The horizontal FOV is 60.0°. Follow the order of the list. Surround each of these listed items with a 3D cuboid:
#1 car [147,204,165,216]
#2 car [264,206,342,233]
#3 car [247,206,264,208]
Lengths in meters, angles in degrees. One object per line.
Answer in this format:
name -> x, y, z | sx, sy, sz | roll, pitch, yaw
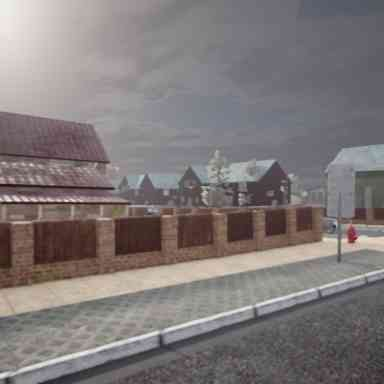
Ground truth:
car -> -3.776, 2.286, 37.596 | 2.097, 1.767, 4.553 | 2, -3, -36
car -> 7.412, 1.897, 22.181 | 2.128, 1.511, 4.902 | 2, -3, -37
car -> 5.597, 2.029, 29.679 | 2.097, 1.767, 4.553 | 2, -3, -36
